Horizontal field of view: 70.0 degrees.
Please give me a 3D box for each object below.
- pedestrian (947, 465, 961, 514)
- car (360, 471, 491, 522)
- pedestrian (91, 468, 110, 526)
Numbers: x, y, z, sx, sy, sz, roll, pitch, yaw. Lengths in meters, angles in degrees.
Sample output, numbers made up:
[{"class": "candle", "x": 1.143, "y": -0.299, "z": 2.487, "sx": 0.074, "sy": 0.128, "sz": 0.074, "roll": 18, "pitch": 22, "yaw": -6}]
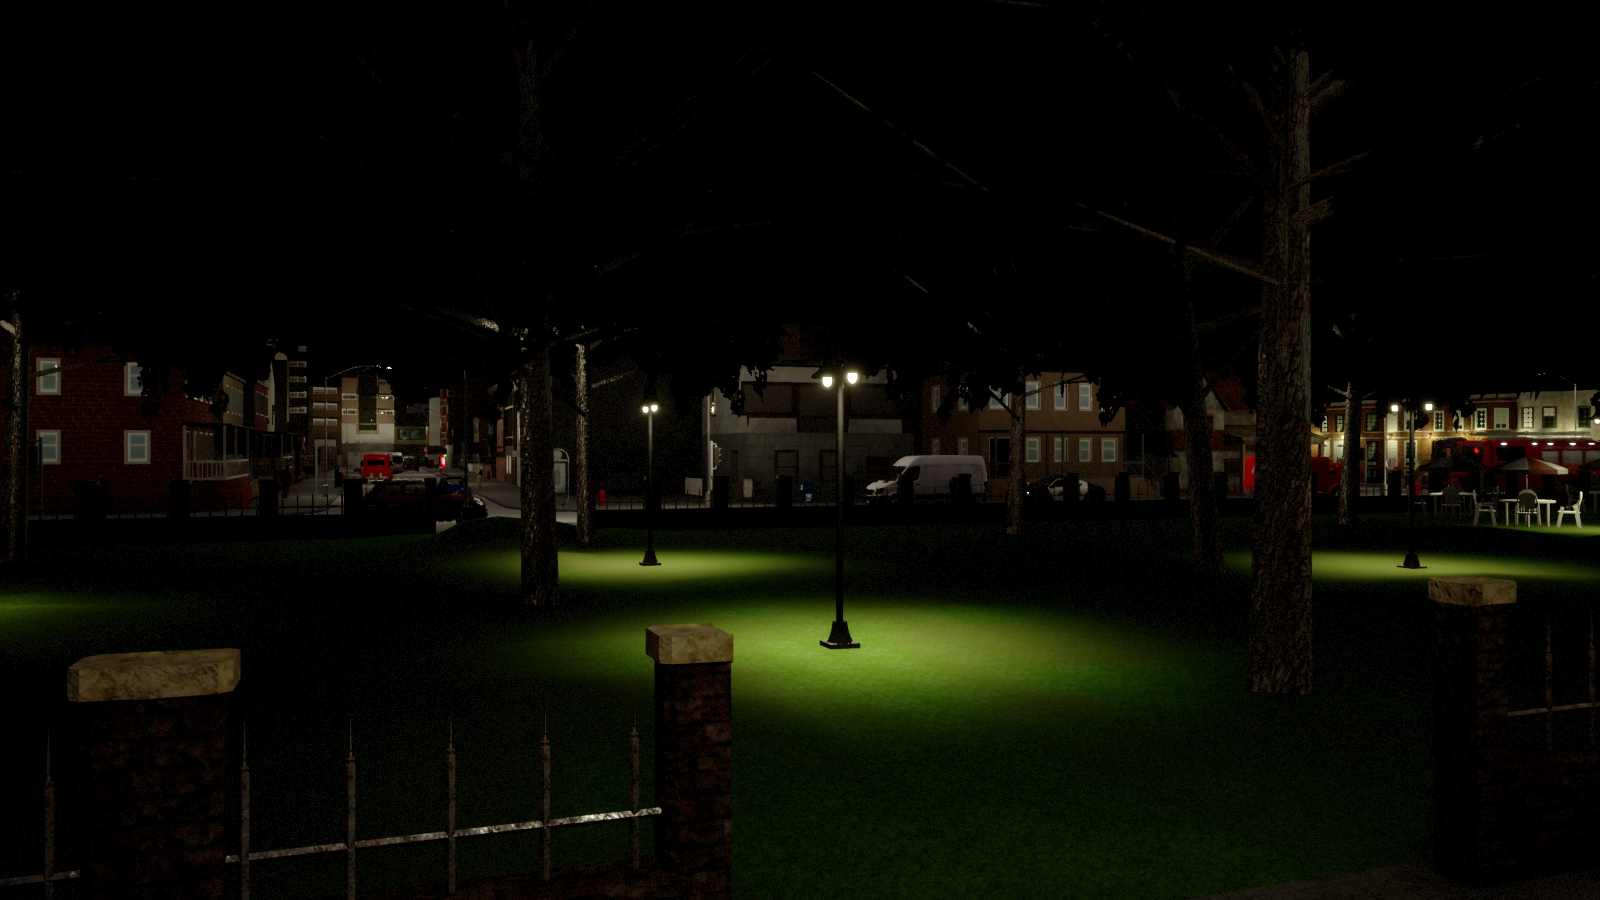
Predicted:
[{"class": "pedestrian", "x": 5.974, "y": 1.525, "z": 44.316, "sx": 0.375, "sy": 1.860, "sz": 0.375, "roll": 0, "pitch": 0, "yaw": -19}, {"class": "car", "x": -13.986, "y": 1.686, "z": 42.661, "sx": 4.553, "sy": 1.767, "sz": 2.097, "roll": 0, "pitch": 0, "yaw": -20}, {"class": "pedestrian", "x": -22.761, "y": 1.525, "z": 37.191, "sx": 0.375, "sy": 1.860, "sz": 0.375, "roll": 0, "pitch": 0, "yaw": 6}]
